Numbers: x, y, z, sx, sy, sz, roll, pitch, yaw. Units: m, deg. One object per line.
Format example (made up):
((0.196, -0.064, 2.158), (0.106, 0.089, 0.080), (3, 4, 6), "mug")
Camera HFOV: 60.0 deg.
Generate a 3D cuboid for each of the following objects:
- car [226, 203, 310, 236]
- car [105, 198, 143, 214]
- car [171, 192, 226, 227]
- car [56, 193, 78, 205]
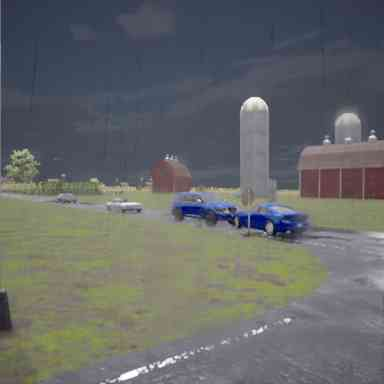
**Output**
((4.077, 1.373, 18.000), (1.882, 1.535, 5.008), (0, 1, -25), "car")
((-6.481, 1.271, 31.600), (1.895, 1.301, 4.718), (0, 1, -37), "car")
((0.815, 1.056, 22.056), (2.150, 2.045, 5.566), (1, 0, -38), "car")
((-17.367, 0.930, 46.094), (1.837, 1.490, 4.892), (0, 1, -37), "car")
